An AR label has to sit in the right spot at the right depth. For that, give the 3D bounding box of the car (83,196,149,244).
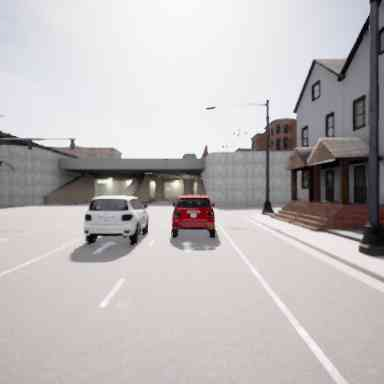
[{"bbox_3d":[-3.400,1.186,15.858,2.150,2.045,5.566,0,0,0],"label":"car"}]

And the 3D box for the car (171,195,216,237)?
[{"bbox_3d":[0.099,1.181,18.051,2.150,2.045,5.566,0,0,1],"label":"car"}]
